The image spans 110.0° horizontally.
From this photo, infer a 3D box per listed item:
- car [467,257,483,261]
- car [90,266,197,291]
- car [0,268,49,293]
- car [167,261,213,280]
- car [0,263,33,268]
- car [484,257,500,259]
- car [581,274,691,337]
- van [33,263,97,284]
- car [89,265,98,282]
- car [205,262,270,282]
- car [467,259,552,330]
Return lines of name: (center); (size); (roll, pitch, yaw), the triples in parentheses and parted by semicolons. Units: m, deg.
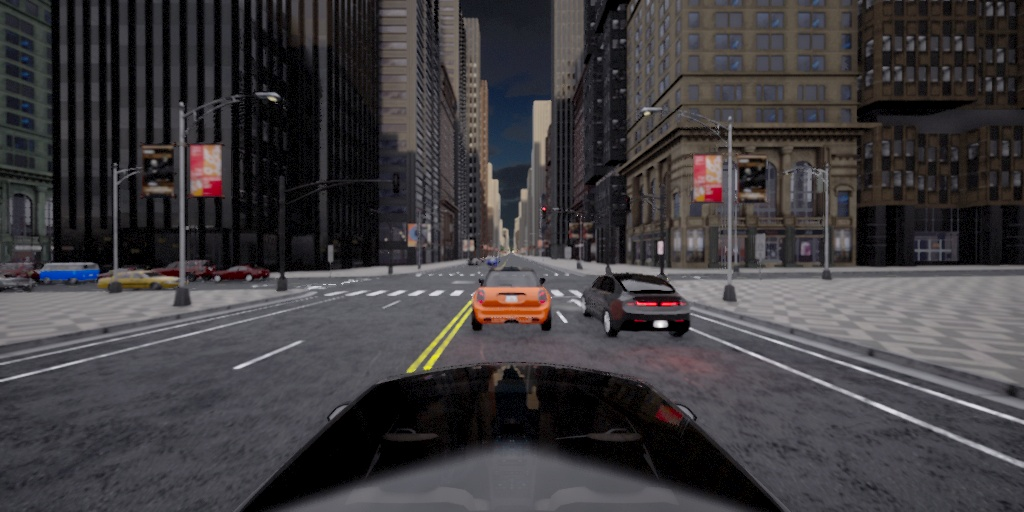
car: (-6.623, 1.084, 62.451); (1.837, 1.490, 4.892); (0, 0, 1)
car: (-23.861, 1.545, 23.325); (4.829, 1.417, 1.751); (0, 0, 0)
car: (-33.802, 1.703, 23.334); (4.403, 1.370, 2.007); (0, 0, 0)
car: (-29.100, 1.348, 31.864); (5.009, 1.841, 2.192); (0, 0, 0)
car: (-44.361, 1.554, 31.896); (5.009, 1.841, 2.192); (0, 0, 0)
car: (-3.372, 1.058, 62.453); (1.882, 1.535, 5.008); (0, 0, 1)
car: (3.240, 1.235, 10.249); (1.837, 1.490, 4.892); (0, 0, 0)
van: (-39.274, 1.512, 31.885); (3.998, 1.789, 1.690); (0, 0, 0)
car: (-34.187, 1.684, 31.874); (4.207, 1.307, 1.802); (0, 0, 0)
car: (-24.012, 1.509, 31.853); (4.507, 1.381, 1.888); (0, 0, 0)
car: (-0.001, 1.080, 11.112); (2.097, 1.767, 4.553); (0, 0, 0)
